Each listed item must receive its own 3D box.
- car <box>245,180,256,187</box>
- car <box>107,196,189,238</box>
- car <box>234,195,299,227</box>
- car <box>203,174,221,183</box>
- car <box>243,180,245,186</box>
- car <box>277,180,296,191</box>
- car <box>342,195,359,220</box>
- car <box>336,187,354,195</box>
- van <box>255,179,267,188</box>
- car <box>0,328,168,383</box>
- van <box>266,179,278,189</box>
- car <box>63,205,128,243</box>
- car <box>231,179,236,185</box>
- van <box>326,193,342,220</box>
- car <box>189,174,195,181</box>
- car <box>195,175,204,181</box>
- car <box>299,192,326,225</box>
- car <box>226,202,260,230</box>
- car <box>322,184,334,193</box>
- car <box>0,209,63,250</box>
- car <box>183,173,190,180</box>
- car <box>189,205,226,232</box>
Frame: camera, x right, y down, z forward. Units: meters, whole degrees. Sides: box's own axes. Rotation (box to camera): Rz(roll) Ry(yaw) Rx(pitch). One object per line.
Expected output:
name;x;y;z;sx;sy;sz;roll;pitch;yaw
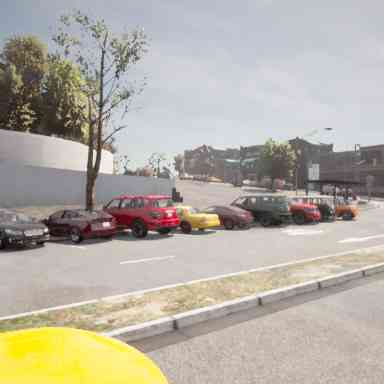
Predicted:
car;14.479;-1.813;74.121;1.946;1.575;5.366;7;3;35
car;-3.296;1.248;17.879;5.566;2.045;2.435;-1;-1;35
car;4.061;1.262;23.087;5.566;2.045;2.435;-1;-1;35
car;5.807;-3.176;86.420;1.946;1.575;5.366;7;3;34
car;12.649;-2.044;76.443;2.002;1.452;4.674;7;4;35
car;19.537;-0.993;66.554;2.231;1.521;4.892;7;3;35
car;11.525;1.403;28.207;4.553;1.767;2.185;-1;-1;35
car;26.433;0.136;56.691;2.002;1.452;4.674;7;3;35
van;16.051;-1.765;71.389;1.878;1.987;4.442;7;4;35
car;-2.383;1.477;1.433;5.008;1.535;1.882;0;0;-36
van;17.779;-1.491;68.917;1.878;1.987;4.442;7;4;35
car;-5.742;1.524;16.135;4.792;1.488;2.163;-1;-1;35
car;10.908;-2.318;78.906;2.002;1.452;4.674;7;3;35
van;9.115;1.297;26.459;4.442;1.987;1.878;-1;-1;35
car;2.165;-3.851;91.147;2.185;1.767;4.553;6;3;34
car;3.958;-3.699;88.680;2.435;2.045;5.566;7;3;34
car;6.575;1.267;24.790;5.566;2.045;2.435;-1;-1;35
car;1.632;1.549;21.331;4.674;1.452;2.002;-1;-1;35
car;24.743;-0.427;59.165;2.435;2.045;5.566;7;3;35
car;-8.163;1.494;14.390;4.892;1.521;2.231;-1;-1;35
car;0.436;-4.086;93.618;2.185;1.767;4.553;4;1;34
car;-0.975;1.503;19.705;5.366;1.575;1.946;-1;-1;35
